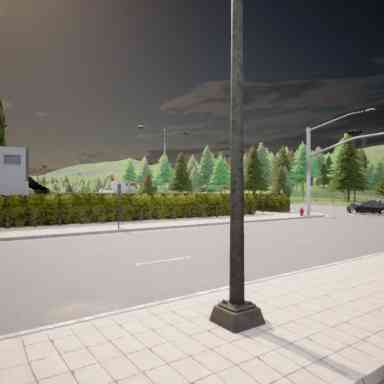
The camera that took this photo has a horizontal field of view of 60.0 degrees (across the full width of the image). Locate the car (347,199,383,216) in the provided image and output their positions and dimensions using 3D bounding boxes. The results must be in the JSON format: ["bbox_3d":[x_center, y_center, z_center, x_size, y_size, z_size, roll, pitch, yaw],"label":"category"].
[{"bbox_3d":[17.724,1.505,32.563,1.837,1.490,4.892,0,0,-37],"label":"car"}]
